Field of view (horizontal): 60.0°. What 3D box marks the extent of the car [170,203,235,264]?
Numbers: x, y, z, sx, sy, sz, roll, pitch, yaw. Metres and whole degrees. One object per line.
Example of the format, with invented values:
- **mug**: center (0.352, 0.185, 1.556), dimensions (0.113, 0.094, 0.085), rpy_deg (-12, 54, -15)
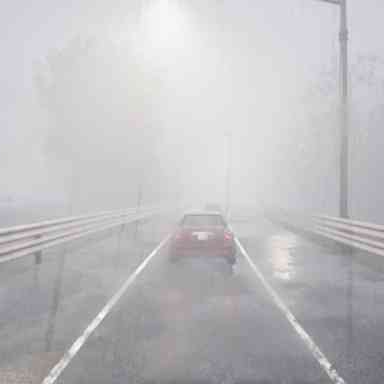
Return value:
- **car**: center (0.416, 1.460, 12.501), dimensions (2.097, 1.767, 4.553), rpy_deg (0, -1, 2)
